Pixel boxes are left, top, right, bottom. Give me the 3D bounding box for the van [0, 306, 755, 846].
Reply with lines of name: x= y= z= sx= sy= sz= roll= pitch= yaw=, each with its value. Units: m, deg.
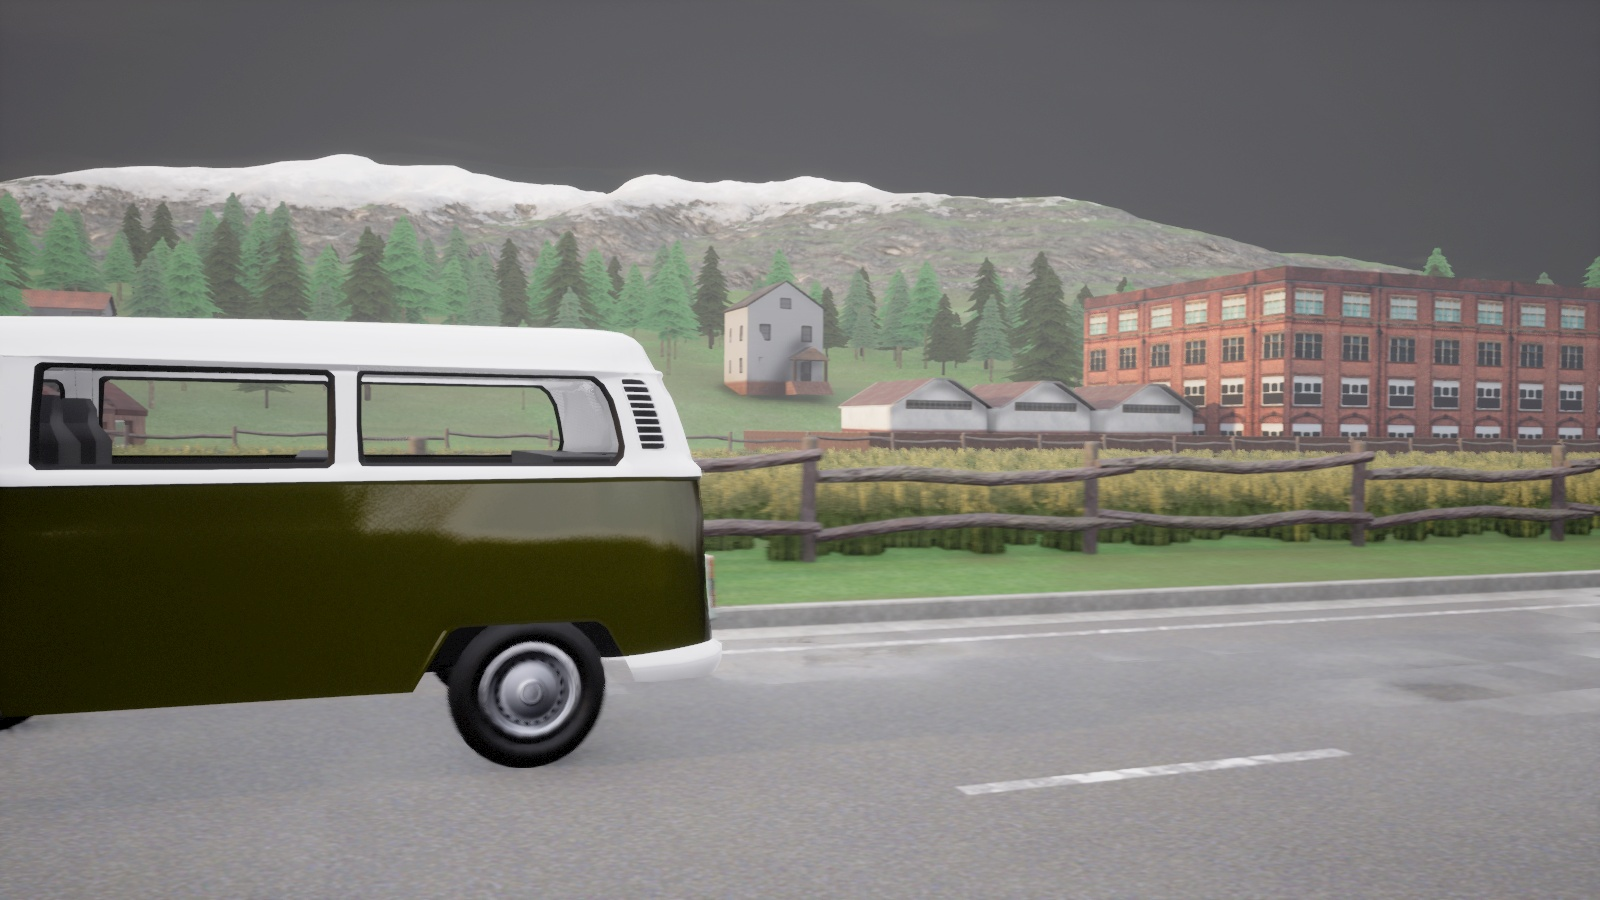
van: x=-2.679 y=0.453 z=5.962 sx=4.480 sy=2.038 sz=2.069 roll=-1 pitch=1 yaw=-21
